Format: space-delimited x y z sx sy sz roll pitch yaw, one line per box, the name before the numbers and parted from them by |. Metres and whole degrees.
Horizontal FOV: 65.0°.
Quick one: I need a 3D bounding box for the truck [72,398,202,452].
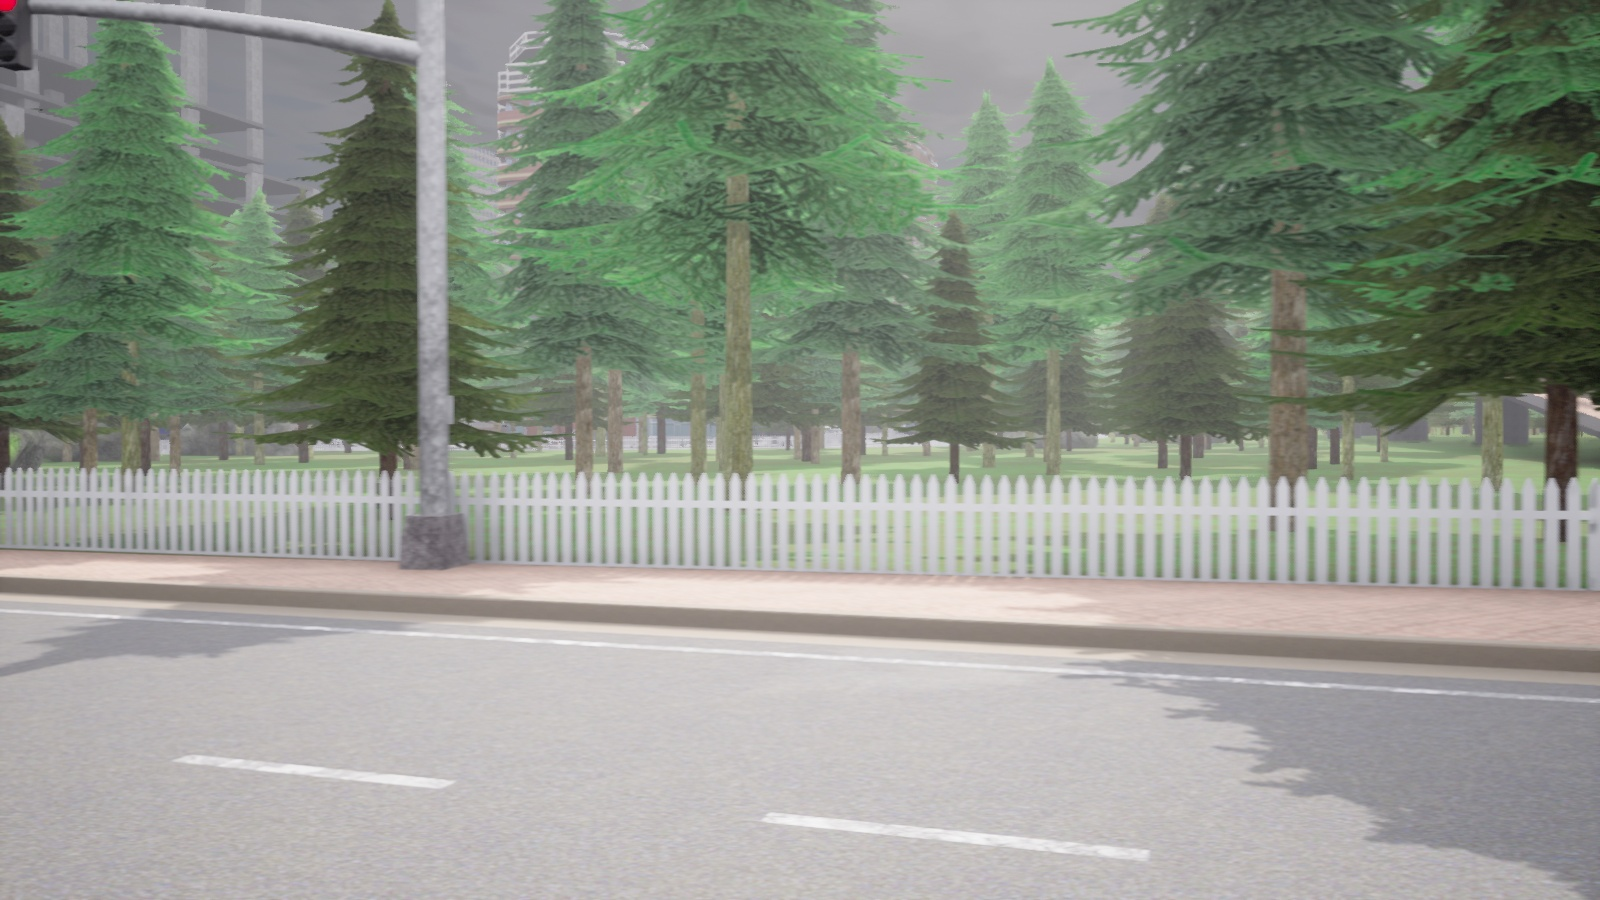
truck | -44.294 -1.671 84.206 2.891 3.462 7.936 0 1 17
